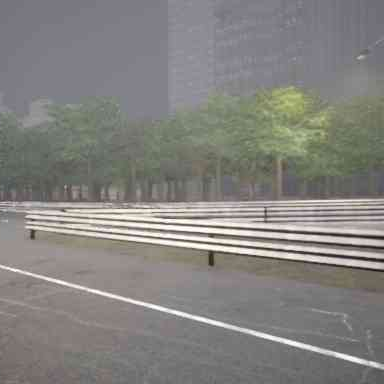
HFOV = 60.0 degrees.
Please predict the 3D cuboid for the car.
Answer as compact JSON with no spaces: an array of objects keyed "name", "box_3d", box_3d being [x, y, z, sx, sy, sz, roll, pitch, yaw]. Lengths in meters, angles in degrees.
[{"name":"car","box_3d":[-5.153,1.537,21.948,5.357,1.411,2.033,-1,0,13]}]
